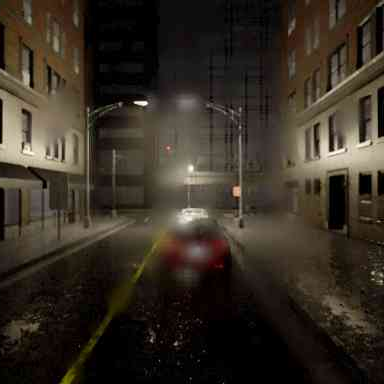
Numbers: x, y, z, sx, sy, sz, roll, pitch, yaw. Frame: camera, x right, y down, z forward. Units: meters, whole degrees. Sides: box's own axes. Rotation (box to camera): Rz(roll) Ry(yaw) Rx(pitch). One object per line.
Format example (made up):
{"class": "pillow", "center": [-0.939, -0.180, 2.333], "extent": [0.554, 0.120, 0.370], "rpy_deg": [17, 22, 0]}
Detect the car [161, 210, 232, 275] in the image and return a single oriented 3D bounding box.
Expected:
{"class": "car", "center": [0.101, 1.554, 10.695], "extent": [2.163, 1.488, 4.792], "rpy_deg": [0, 0, 0]}
